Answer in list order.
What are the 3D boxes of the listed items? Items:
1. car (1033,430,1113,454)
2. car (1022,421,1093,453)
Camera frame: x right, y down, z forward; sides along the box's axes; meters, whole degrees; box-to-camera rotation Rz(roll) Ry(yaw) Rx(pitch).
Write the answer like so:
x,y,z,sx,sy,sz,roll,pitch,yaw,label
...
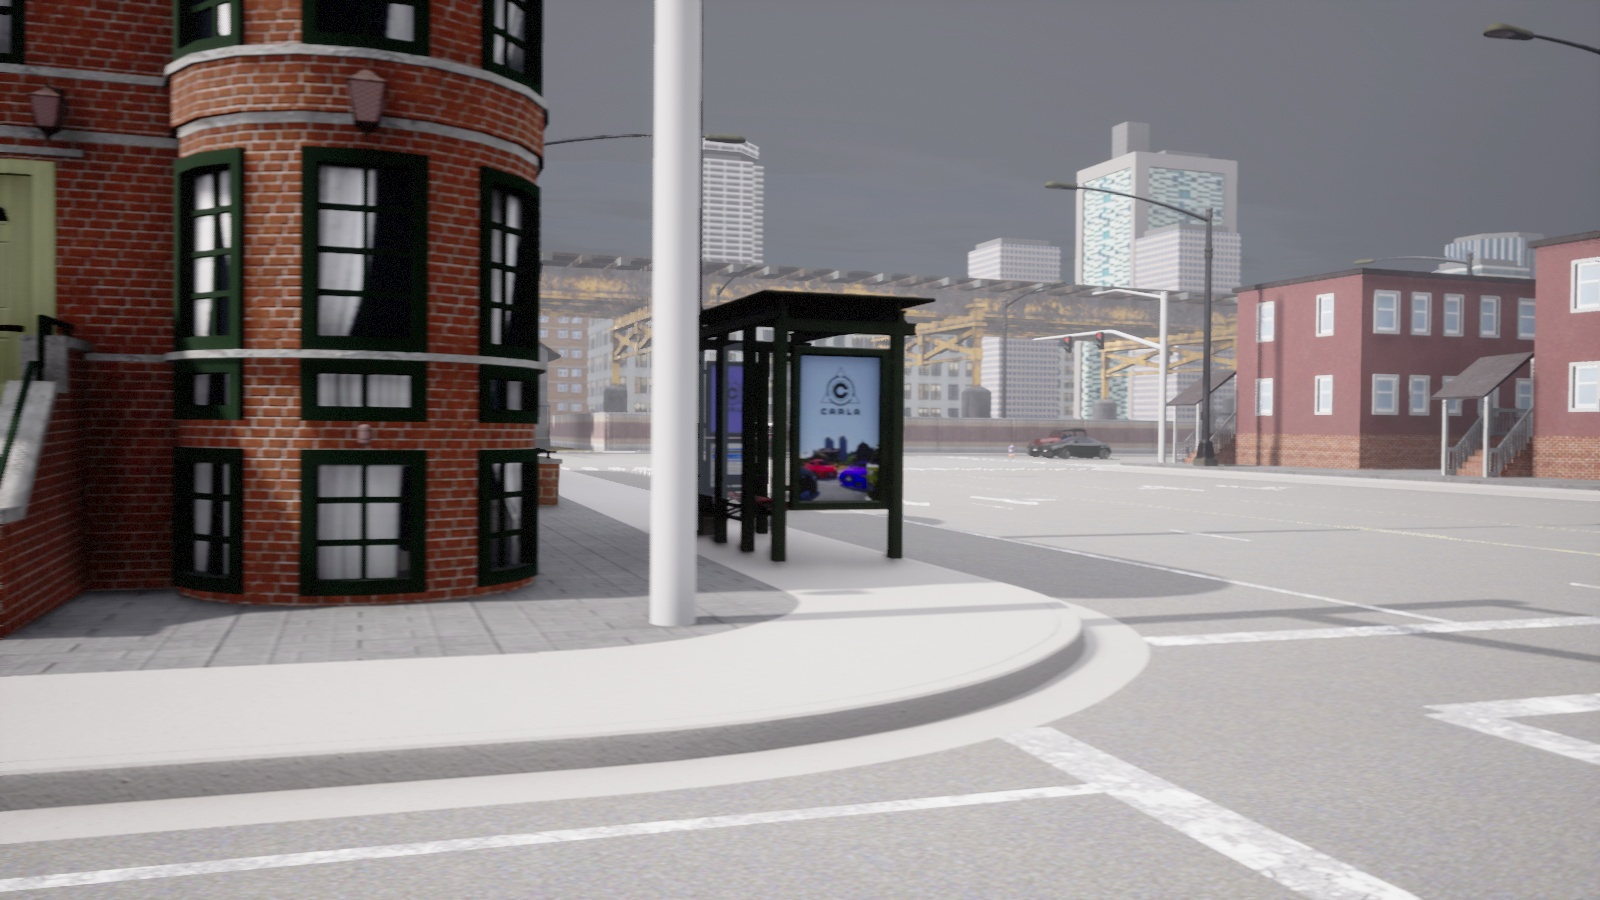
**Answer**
x,y,z,sx,sy,sz,roll,pitch,yaw,label
16.127,-0.484,74.333,4.181,1.385,1.994,-1,1,-18,car
15.948,-0.807,77.950,3.866,1.878,1.905,-1,1,-18,car
